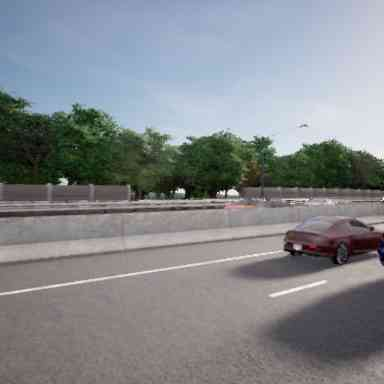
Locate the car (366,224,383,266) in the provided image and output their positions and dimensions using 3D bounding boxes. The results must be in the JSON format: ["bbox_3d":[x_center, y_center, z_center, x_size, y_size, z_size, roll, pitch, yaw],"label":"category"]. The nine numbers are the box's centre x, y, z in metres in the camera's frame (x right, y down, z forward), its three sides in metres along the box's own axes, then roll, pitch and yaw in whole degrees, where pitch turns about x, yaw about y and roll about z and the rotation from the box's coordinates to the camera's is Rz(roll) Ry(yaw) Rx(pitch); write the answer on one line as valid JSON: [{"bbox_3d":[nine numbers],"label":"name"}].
[{"bbox_3d":[7.215,1.250,8.887,5.566,2.045,2.150,0,0,-35],"label":"car"}]

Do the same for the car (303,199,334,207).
[{"bbox_3d":[15.680,1.568,40.937,4.674,1.442,1.812,0,0,-35],"label":"car"}]

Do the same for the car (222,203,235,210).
[{"bbox_3d":[4.717,1.389,28.837,4.553,1.767,2.097,0,0,-35],"label":"car"}]

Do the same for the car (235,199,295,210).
[{"bbox_3d":[5.853,1.389,25.351,4.553,1.767,2.097,0,0,-35],"label":"car"}]

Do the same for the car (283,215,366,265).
[{"bbox_3d":[5.173,1.554,11.729,4.674,1.442,1.812,0,0,-35],"label":"car"}]

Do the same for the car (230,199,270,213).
[{"bbox_3d":[6.806,1.562,38.919,4.674,1.442,1.812,0,0,-35],"label":"car"}]
